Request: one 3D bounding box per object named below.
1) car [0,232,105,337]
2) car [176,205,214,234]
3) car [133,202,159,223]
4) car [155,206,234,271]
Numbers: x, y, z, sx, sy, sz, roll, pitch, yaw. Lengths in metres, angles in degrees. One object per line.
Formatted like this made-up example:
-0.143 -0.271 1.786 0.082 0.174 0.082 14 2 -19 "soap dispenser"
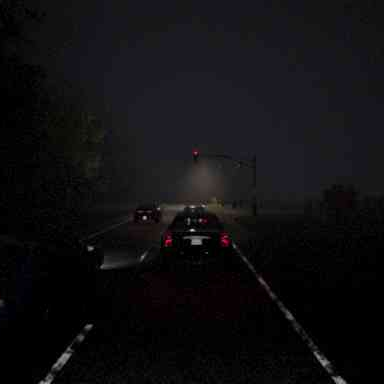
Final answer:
-3.378 1.563 6.955 2.033 1.411 5.357 0 0 0 "car"
0.163 1.594 20.696 2.033 1.411 5.357 0 0 0 "car"
-3.321 1.562 25.792 1.837 1.490 4.892 0 0 0 "car"
0.131 1.377 11.161 2.097 1.767 4.553 0 0 0 "car"
